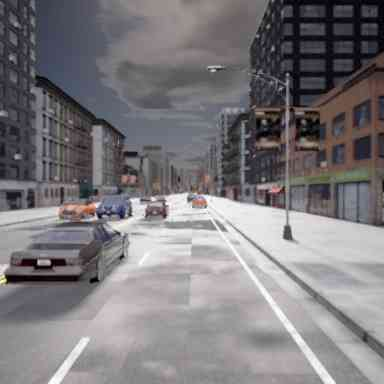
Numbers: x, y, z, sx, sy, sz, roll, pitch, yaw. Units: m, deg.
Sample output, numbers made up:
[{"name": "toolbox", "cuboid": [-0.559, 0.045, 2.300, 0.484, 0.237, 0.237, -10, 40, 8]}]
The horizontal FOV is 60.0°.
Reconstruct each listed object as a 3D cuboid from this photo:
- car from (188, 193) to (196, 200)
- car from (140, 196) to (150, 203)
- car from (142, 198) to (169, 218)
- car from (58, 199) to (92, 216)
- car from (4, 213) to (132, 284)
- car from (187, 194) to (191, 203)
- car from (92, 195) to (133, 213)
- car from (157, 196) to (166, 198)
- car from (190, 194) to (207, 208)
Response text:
[{"name": "car", "cuboid": [0.008, 1.224, 85.560, 2.097, 1.767, 4.553, 0, 0, 0]}, {"name": "car", "cuboid": [-9.744, 1.578, 69.863, 2.033, 1.411, 5.357, 0, 0, 0]}, {"name": "car", "cuboid": [-3.149, 1.560, 30.418, 1.812, 1.442, 4.674, 0, 0, 0]}, {"name": "car", "cuboid": [-9.844, 1.384, 28.884, 2.097, 1.767, 4.553, 0, 0, 0]}, {"name": "car", "cuboid": [-3.154, 1.555, 9.601, 2.033, 1.411, 5.357, 0, 0, 0]}, {"name": "car", "cuboid": [0.009, 1.520, 69.577, 1.837, 1.490, 4.892, 0, 0, 0]}, {"name": "car", "cuboid": [-6.595, 1.256, 28.956, 2.150, 2.045, 5.566, 0, 0, 0]}, {"name": "car", "cuboid": [-6.494, 1.517, 69.446, 1.882, 1.535, 5.008, 0, 0, 0]}, {"name": "car", "cuboid": [1.141, 1.399, 49.214, 2.097, 1.767, 4.553, 0, 0, 0]}]
